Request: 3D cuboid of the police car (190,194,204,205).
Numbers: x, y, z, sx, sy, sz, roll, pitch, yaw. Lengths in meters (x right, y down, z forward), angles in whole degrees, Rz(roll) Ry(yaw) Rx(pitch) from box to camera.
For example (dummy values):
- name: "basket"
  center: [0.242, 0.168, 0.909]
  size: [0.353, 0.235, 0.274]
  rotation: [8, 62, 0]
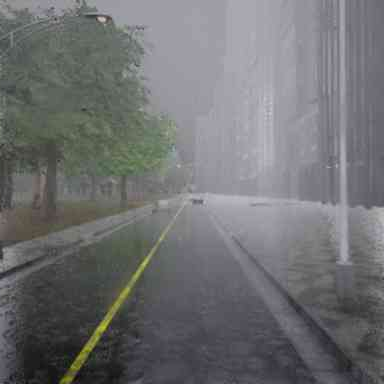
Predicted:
- name: "police car"
  center: [1.043, 1.460, 58.154]
  size: [1.930, 1.638, 5.238]
  rotation: [0, 0, 0]

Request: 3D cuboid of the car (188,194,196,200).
- name: "car"
  center: [-0.012, 1.419, 93.666]
  size: [2.128, 1.511, 4.902]
  rotation: [0, 0, 0]

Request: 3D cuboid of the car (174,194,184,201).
- name: "car"
  center: [-3.010, 1.313, 77.449]
  size: [1.837, 1.490, 4.892]
  rotation: [0, 0, 0]

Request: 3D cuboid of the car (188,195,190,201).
- name: "car"
  center: [-0.009, 1.450, 75.882]
  size: [1.895, 1.301, 4.718]
  rotation: [0, 0, 0]

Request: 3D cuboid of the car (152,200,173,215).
- name: "car"
  center: [-3.096, 1.569, 35.125]
  size: [1.812, 1.442, 4.674]
  rotation: [0, 0, 0]
